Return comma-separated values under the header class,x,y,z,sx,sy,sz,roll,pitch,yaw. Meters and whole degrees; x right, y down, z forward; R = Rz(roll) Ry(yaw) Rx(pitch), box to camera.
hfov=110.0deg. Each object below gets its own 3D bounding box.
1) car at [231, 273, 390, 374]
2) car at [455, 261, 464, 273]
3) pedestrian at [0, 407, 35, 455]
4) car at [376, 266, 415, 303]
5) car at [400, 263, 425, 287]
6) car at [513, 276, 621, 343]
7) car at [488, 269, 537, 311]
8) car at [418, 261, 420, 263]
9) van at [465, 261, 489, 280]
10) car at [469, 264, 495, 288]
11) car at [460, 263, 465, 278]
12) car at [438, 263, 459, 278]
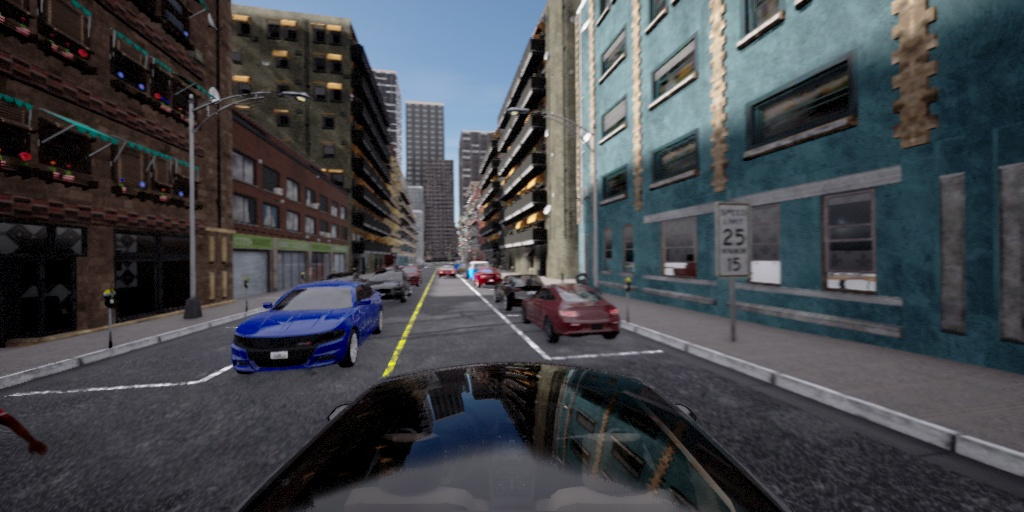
class,x,y,z,sx,sy,sz,roll,pitch,yaw
car,-4.188,1.327,8.141,1.882,1.535,5.008,-1,0,-11
car,-7.178,1.788,53.201,1.751,1.417,4.829,0,0,-11
pedestrian,-3.770,1.093,2.474,0.375,1.860,0.375,-1,0,-11
car,-6.147,1.459,18.078,1.837,1.490,4.892,-1,0,-11
car,-8.101,1.537,28.041,1.882,1.535,5.008,-1,0,-11
car,1.417,1.381,9.688,1.802,1.307,4.207,0,0,-11
car,0.347,1.422,15.106,1.948,1.339,4.313,0,0,-11
car,-17.477,1.987,62.093,1.751,1.417,4.829,0,0,-11
van,-2.864,1.369,31.361,1.690,1.789,3.998,0,0,-11
car,-1.793,1.516,25.943,1.888,1.381,4.507,0,0,-11
car,-3.934,1.652,36.780,1.948,1.339,4.313,0,0,-11
car,-7.121,1.745,39.317,1.895,1.301,4.718,-1,-1,-11
